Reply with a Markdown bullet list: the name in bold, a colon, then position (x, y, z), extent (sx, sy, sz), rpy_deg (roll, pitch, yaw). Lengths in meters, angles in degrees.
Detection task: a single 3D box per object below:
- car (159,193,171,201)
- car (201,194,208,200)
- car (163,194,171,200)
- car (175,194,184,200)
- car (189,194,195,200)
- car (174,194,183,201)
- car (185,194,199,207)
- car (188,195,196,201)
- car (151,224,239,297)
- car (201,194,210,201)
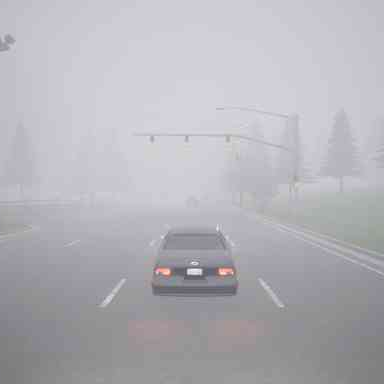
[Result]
- **car**: position (-6.983, 1.217, 83.482), extent (2.150, 2.045, 5.566), rpy_deg (0, 0, 0)
- **car**: position (3.519, 1.310, 93.869), extent (1.882, 1.535, 5.008), rpy_deg (0, 0, 0)
- **car**: position (-6.981, 1.385, 93.872), extent (1.994, 1.385, 4.181), rpy_deg (0, 0, 0)
- **car**: position (-3.481, 1.357, 93.871), extent (2.128, 1.511, 4.902), rpy_deg (0, 0, 0)
- **car**: position (0.019, 1.310, 93.870), extent (1.882, 1.535, 5.008), rpy_deg (0, 0, 0)
- **car**: position (-3.483, 1.517, 83.868), extent (1.812, 1.442, 4.674), rpy_deg (0, 0, 0)
- **car**: position (0.009, 1.352, 52.807), extent (2.097, 1.767, 4.553), rpy_deg (0, 0, 0)
- **car**: position (0.017, 1.531, 83.450), extent (2.033, 1.411, 5.357), rpy_deg (0, 0, 0)
- **car**: position (0.068, 1.547, 8.768), extent (2.033, 1.411, 5.357), rpy_deg (0, 0, 0)
- **car**: position (3.517, 1.492, 83.449), extent (1.837, 1.490, 4.892), rpy_deg (0, 0, 0)
